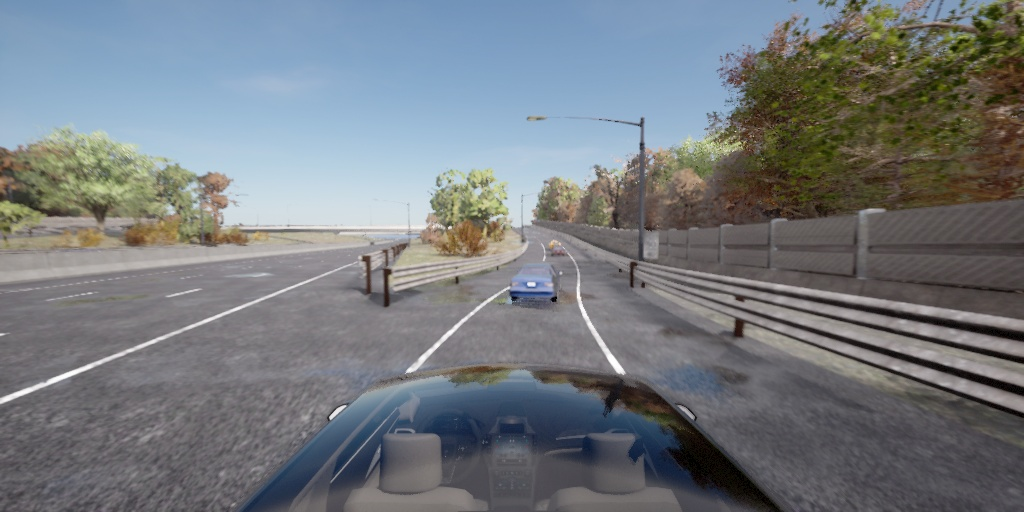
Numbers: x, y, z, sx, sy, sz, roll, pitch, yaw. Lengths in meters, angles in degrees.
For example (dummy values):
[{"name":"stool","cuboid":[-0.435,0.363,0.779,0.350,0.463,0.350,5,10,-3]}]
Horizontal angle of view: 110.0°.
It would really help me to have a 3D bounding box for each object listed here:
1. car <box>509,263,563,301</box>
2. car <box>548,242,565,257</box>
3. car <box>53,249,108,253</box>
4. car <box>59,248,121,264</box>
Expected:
[{"name":"car","cuboid":[1.117,1.007,15.347,2.033,1.411,5.357,0,1,10]},{"name":"car","cuboid":[6.331,-0.740,49.850,2.033,1.411,5.357,0,5,5]},{"name":"car","cuboid":[-32.300,0.314,26.004,1.994,1.385,4.181,-1,3,-15]},{"name":"car","cuboid":[-42.361,-0.053,36.142,1.994,1.385,4.181,-1,3,-15]}]
